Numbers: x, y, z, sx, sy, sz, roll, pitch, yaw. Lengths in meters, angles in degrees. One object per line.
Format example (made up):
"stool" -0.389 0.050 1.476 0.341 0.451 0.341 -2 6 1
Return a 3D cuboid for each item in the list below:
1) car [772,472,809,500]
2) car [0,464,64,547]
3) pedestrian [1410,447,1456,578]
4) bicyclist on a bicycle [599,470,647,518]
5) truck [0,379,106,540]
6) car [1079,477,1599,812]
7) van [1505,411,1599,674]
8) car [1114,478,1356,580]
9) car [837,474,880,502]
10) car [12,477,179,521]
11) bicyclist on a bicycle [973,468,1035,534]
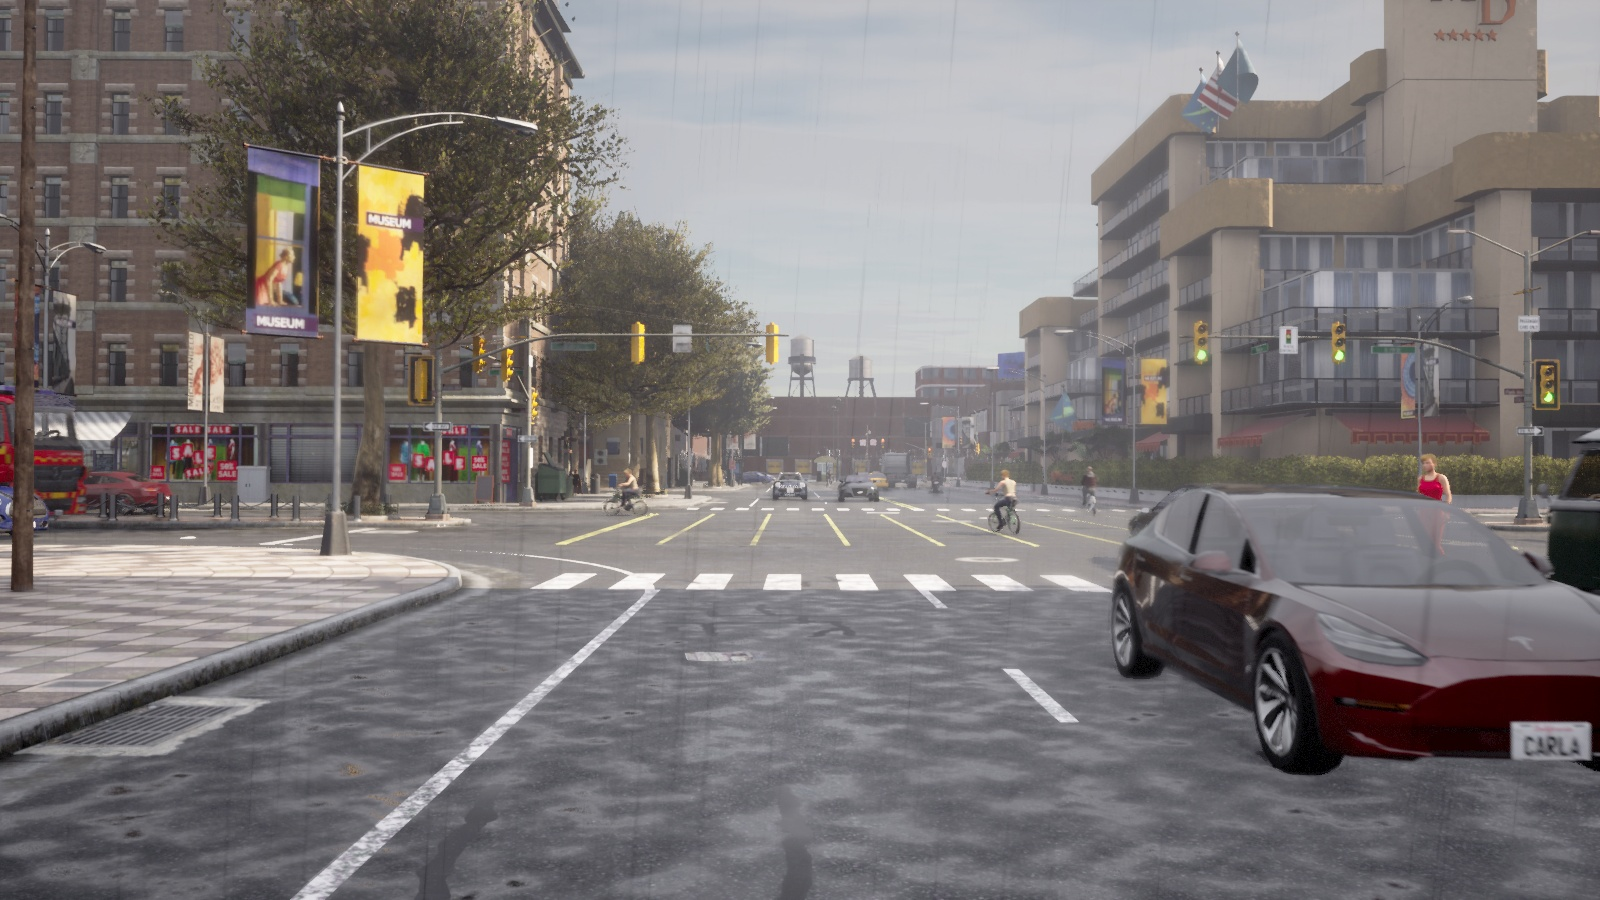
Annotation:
"car" -0.528 1.930 68.533 1.970 1.475 3.806 0 -1 0
"car" -19.190 1.215 27.790 4.553 1.767 2.097 0 -1 1
"pedestrian" 9.032 0.875 17.926 0.594 1.836 0.345 0 -1 -37
"bicyclist on a bicycle" -6.007 1.492 42.791 1.509 1.612 0.866 0 -1 0
"truck" -22.330 0.263 31.279 8.468 3.827 2.891 0 -1 0
"car" 3.443 0.937 8.124 2.163 1.488 4.792 0 -1 -1
"van" 6.939 0.682 8.506 1.775 1.987 4.442 0 -1 0
"car" 6.846 1.178 20.495 2.033 1.411 5.357 0 -1 0
"car" 2.995 1.956 65.030 1.994 1.385 4.181 0 -1 -1
"car" -23.928 1.652 42.751 4.674 1.442 1.812 0 -1 0
"bicyclist on a bicycle" 5.139 1.263 31.756 0.866 1.612 1.509 -1 -1 -21
